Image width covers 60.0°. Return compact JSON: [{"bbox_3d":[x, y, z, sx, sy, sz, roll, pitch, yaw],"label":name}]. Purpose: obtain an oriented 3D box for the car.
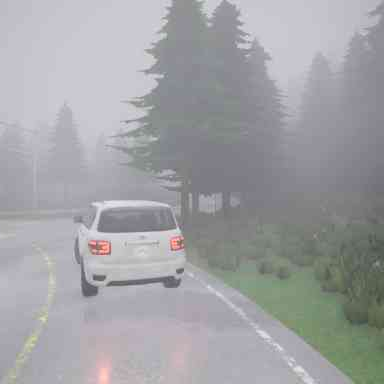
[{"bbox_3d":[-1.894,1.221,8.971,2.150,2.045,5.566,0,0,-20],"label":"car"}]
